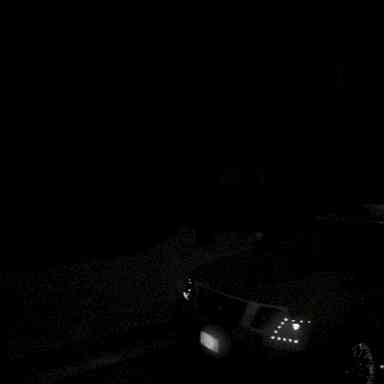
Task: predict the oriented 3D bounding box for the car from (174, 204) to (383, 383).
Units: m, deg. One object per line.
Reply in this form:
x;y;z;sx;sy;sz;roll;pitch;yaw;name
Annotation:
2.428;1.237;5.130;5.566;2.045;2.150;0;0;-36;car
